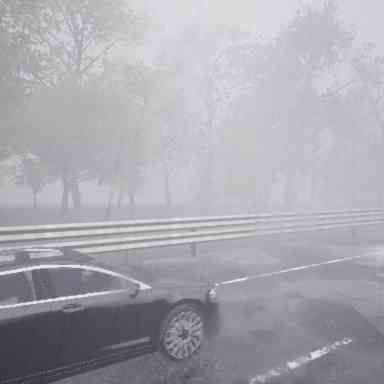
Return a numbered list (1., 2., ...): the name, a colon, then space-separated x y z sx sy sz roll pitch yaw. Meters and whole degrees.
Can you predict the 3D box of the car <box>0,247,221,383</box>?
1. car: -1.824 1.492 4.303 4.902 1.511 2.128 0 0 -35
